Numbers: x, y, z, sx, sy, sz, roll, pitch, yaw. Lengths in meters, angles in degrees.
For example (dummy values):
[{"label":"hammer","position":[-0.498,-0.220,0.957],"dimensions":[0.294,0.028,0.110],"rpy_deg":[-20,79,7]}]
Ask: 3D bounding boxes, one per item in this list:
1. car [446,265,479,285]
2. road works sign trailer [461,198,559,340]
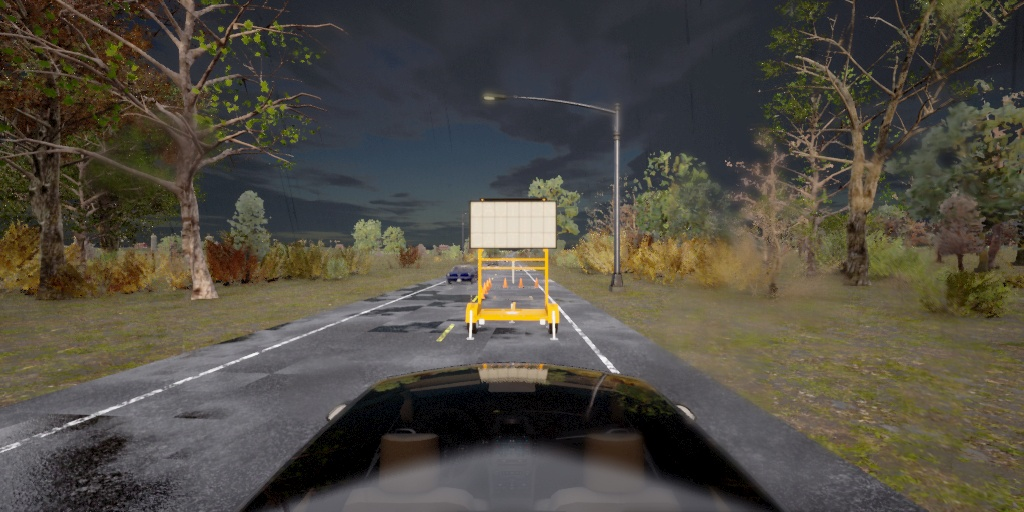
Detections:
[{"label":"car","position":[-3.551,1.341,26.257],"dimensions":[1.895,1.301,4.718],"rpy_deg":[0,0,0]},{"label":"road works sign trailer","position":[0.038,0.211,9.951],"dimensions":[2.380,3.560,2.880],"rpy_deg":[0,0,1]}]
